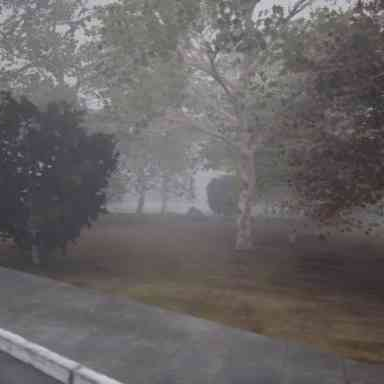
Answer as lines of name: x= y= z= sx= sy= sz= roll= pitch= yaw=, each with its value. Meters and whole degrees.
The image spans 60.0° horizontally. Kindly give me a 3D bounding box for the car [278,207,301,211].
car: x=23.643 y=3.830 z=82.225 sx=5.566 sy=2.045 sz=2.435 roll=3 pitch=0 yaw=-41
